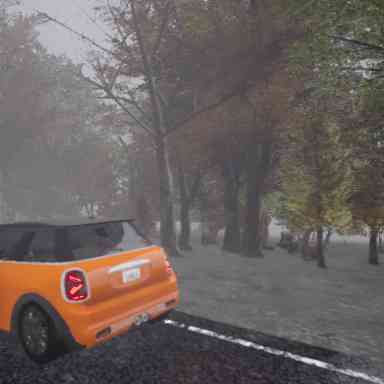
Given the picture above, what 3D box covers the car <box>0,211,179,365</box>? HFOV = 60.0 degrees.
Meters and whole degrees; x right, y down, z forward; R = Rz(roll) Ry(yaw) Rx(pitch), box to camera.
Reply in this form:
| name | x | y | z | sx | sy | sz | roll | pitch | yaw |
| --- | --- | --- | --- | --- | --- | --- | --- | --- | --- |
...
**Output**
| name | x | y | z | sx | sy | sz | roll | pitch | yaw |
| --- | --- | --- | --- | --- | --- | --- | --- | --- | --- |
| car | -2.509 | 1.228 | 5.497 | 4.553 | 1.767 | 2.097 | -5 | -2 | 35 |
